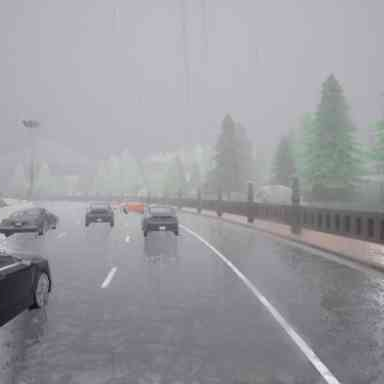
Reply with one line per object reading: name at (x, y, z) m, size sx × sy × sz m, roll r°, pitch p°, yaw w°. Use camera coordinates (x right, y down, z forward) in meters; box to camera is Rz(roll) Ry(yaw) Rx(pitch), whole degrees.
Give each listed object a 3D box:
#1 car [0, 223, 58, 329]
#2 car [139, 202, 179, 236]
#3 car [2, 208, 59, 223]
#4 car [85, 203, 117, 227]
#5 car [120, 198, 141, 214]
car at (-3.712, 1.510, 4.909) m, size 2.128 × 1.511 × 4.902 m, roll 0°, pitch 0°, yaw -3°
car at (-1.875, 1.530, 18.694) m, size 1.837 × 1.490 × 4.892 m, roll 0°, pitch 0°, yaw -10°
car at (-8.875, 1.597, 18.578) m, size 2.033 × 1.411 × 5.357 m, roll 0°, pitch 0°, yaw -11°
car at (-6.471, 1.550, 23.607) m, size 1.837 × 1.490 × 4.892 m, roll 0°, pitch 0°, yaw -13°
car at (-6.580, 1.409, 36.110) m, size 2.097 × 1.767 × 4.553 m, roll 0°, pitch 0°, yaw -19°
